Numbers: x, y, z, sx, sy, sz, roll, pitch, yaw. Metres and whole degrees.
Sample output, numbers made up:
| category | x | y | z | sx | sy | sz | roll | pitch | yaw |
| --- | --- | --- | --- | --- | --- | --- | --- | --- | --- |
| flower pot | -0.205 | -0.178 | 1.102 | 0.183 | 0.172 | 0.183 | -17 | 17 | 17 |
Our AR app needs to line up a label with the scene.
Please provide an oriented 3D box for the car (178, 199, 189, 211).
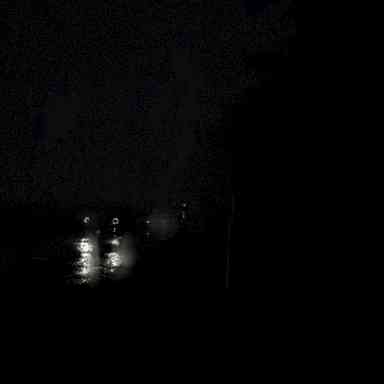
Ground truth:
| category | x | y | z | sx | sy | sz | roll | pitch | yaw |
| --- | --- | --- | --- | --- | --- | --- | --- | --- | --- |
| car | -1.744 | 1.952 | 51.663 | 2.097 | 1.767 | 4.553 | 3 | 0 | 5 |

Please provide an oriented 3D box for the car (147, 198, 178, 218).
| category | x | y | z | sx | sy | sz | roll | pitch | yaw |
| --- | --- | --- | --- | --- | --- | --- | --- | --- | --- |
| car | -3.260 | 1.649 | 35.707 | 2.150 | 2.045 | 5.566 | 3 | 0 | 5 |

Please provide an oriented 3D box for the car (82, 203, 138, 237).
| category | x | y | z | sx | sy | sz | roll | pitch | yaw |
| --- | --- | --- | --- | --- | --- | --- | --- | --- | --- |
| car | -4.698 | 1.549 | 19.656 | 2.097 | 1.767 | 4.553 | 3 | -1 | 5 |
